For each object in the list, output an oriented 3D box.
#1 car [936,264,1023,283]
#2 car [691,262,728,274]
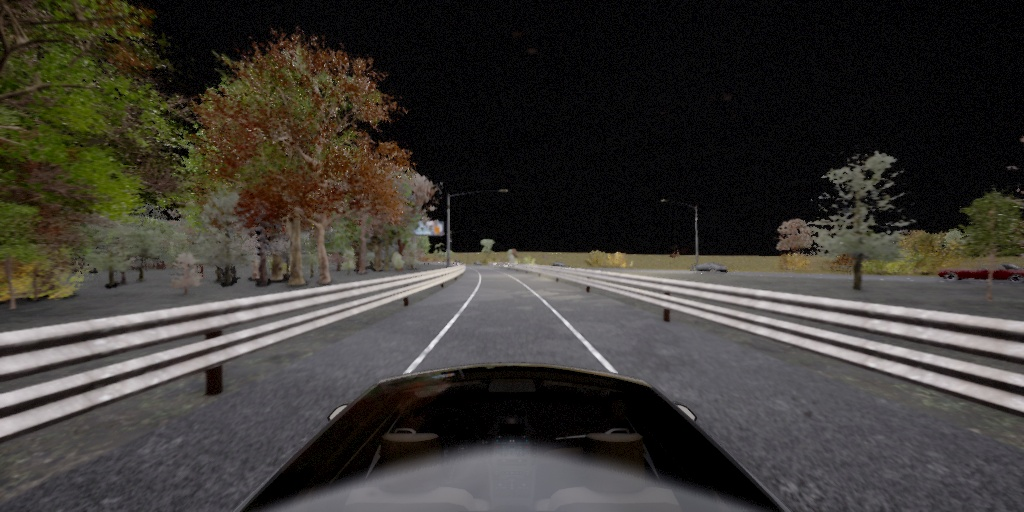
[{"bbox_3d":[34.227,1.196,25.753,1.895,1.301,4.718,0,-1,-25],"label":"car"},{"bbox_3d":[25.030,1.479,45.674,1.994,1.385,4.181,0,-1,-25],"label":"car"}]
